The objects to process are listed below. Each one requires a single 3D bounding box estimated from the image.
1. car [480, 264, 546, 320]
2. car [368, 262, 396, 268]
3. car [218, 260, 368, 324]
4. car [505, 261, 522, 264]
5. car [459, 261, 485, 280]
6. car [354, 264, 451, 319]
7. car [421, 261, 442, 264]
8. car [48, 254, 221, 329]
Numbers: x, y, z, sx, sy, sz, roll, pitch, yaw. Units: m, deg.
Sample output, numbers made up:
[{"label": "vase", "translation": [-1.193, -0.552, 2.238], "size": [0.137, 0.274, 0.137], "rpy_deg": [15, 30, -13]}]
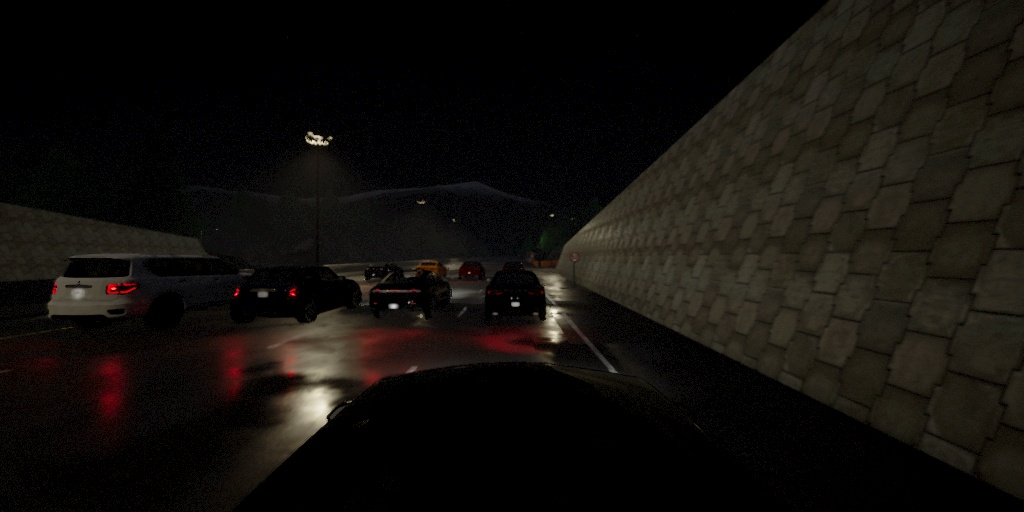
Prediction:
[{"label": "car", "translation": [0.101, 1.208, 12.630], "size": [1.882, 1.535, 5.008], "rpy_deg": [0, 0, 0]}, {"label": "car", "translation": [-10.399, 1.192, 29.367], "size": [2.128, 1.511, 4.902], "rpy_deg": [0, 0, 0]}, {"label": "car", "translation": [-6.899, 1.084, 12.058], "size": [2.097, 1.767, 4.553], "rpy_deg": [0, 0, 0]}, {"label": "car", "translation": [0.109, 1.176, 31.036], "size": [1.882, 1.535, 5.008], "rpy_deg": [0, 0, 0]}, {"label": "car", "translation": [-3.397, 1.176, 31.023], "size": [1.882, 1.535, 5.008], "rpy_deg": [0, 0, 0]}, {"label": "car", "translation": [-3.399, 1.222, 12.713], "size": [2.128, 1.511, 4.902], "rpy_deg": [0, 0, 0]}, {"label": "car", "translation": [-6.897, 1.175, 31.018], "size": [1.882, 1.535, 5.008], "rpy_deg": [0, 0, 0]}, {"label": "car", "translation": [-10.399, 0.955, 11.279], "size": [2.150, 2.045, 5.566], "rpy_deg": [0, 0, 0]}]
